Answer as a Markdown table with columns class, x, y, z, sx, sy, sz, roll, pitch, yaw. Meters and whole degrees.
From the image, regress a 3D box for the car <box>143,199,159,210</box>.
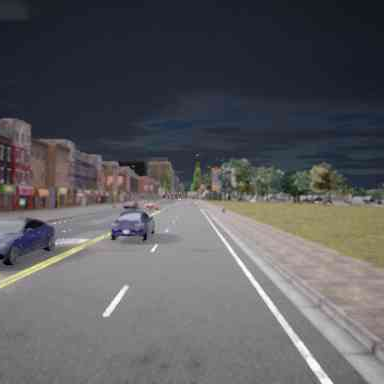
| class | x | y | z | sx | sy | sz | roll | pitch | yaw |
| --- | --- | --- | --- | --- | --- | --- | --- | --- | --- |
| car | -6.577 | 2.055 | 53.842 | 2.097 | 1.767 | 4.553 | 0 | -1 | 0 |

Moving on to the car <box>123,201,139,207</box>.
| class | x | y | z | sx | sy | sz | roll | pitch | yaw |
| --- | --- | --- | --- | --- | --- | --- | --- | --- | --- |
| car | -9.828 | 2.178 | 53.671 | 1.882 | 1.535 | 5.008 | 0 | -1 | 0 |

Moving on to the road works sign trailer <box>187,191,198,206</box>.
| class | x | y | z | sx | sy | sz | roll | pitch | yaw |
| --- | --- | --- | --- | --- | --- | --- | --- | --- | --- |
| road works sign trailer | -0.021 | 1.535 | 82.506 | 2.380 | 3.560 | 2.880 | 0 | -1 | 0 |

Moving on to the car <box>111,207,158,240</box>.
| class | x | y | z | sx | sy | sz | roll | pitch | yaw |
| --- | --- | --- | --- | --- | --- | --- | --- | --- | --- |
| car | -3.153 | 1.759 | 18.218 | 1.812 | 1.442 | 4.674 | 0 | -1 | 0 |

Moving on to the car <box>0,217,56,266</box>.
| class | x | y | z | sx | sy | sz | roll | pitch | yaw |
| --- | --- | --- | --- | --- | --- | --- | --- | --- | --- |
| car | -6.603 | 1.682 | 12.270 | 1.812 | 1.442 | 4.674 | 0 | -1 | 0 |
